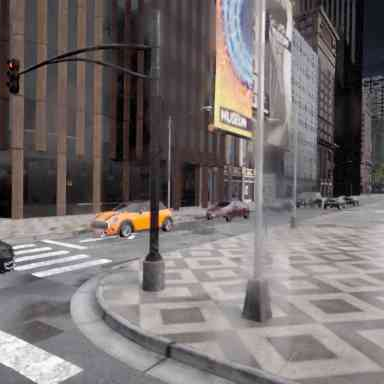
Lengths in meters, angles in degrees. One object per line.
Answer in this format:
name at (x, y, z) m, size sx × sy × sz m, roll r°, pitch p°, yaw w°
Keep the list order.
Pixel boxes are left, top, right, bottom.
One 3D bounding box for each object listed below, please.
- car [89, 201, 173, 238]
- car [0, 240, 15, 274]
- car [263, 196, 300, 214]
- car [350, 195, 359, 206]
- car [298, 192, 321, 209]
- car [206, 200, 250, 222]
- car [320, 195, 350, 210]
car at (-3.043, 1.255, 17.260) m, size 2.097 × 1.767 × 4.553 m, roll 1°, pitch 1°, yaw 36°
car at (-6.870, 1.490, 7.731) m, size 4.892 × 1.490 × 1.837 m, roll 0°, pitch 2°, yaw -38°
car at (8.906, 1.370, 34.100) m, size 2.033 × 1.411 × 5.357 m, roll 1°, pitch 1°, yaw 35°
car at (23.647, 1.293, 49.573) m, size 1.837 × 1.490 × 4.892 m, roll 1°, pitch 1°, yaw 35°
car at (15.102, 1.001, 42.759) m, size 2.150 × 2.045 × 5.566 m, roll 1°, pitch 1°, yaw 35°
car at (2.897, 1.389, 25.616) m, size 1.812 × 1.442 × 4.674 m, roll 1°, pitch 1°, yaw 36°
car at (17.665, 1.339, 41.033) m, size 1.837 × 1.490 × 4.892 m, roll 1°, pitch 1°, yaw 36°
